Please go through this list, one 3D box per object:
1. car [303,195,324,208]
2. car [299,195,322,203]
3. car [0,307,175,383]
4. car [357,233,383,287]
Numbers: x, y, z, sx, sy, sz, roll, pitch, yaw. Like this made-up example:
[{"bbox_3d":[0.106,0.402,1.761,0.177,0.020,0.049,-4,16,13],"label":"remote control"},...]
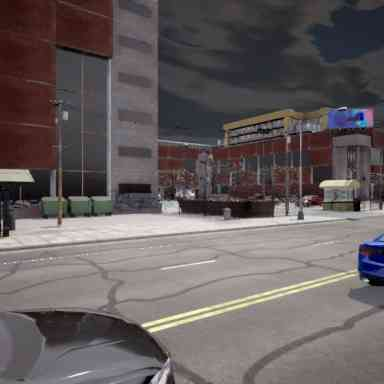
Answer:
[{"bbox_3d":[16.677,1.254,47.155,4.553,1.767,2.185,0,0,-36],"label":"car"},{"bbox_3d":[23.565,1.420,66.224,4.674,1.452,2.002,0,0,-36],"label":"car"},{"bbox_3d":[-2.363,1.491,2.061,4.902,1.511,2.128,0,0,-36],"label":"car"},{"bbox_3d":[6.057,1.478,8.134,5.008,1.535,1.882,0,0,-35],"label":"car"}]
